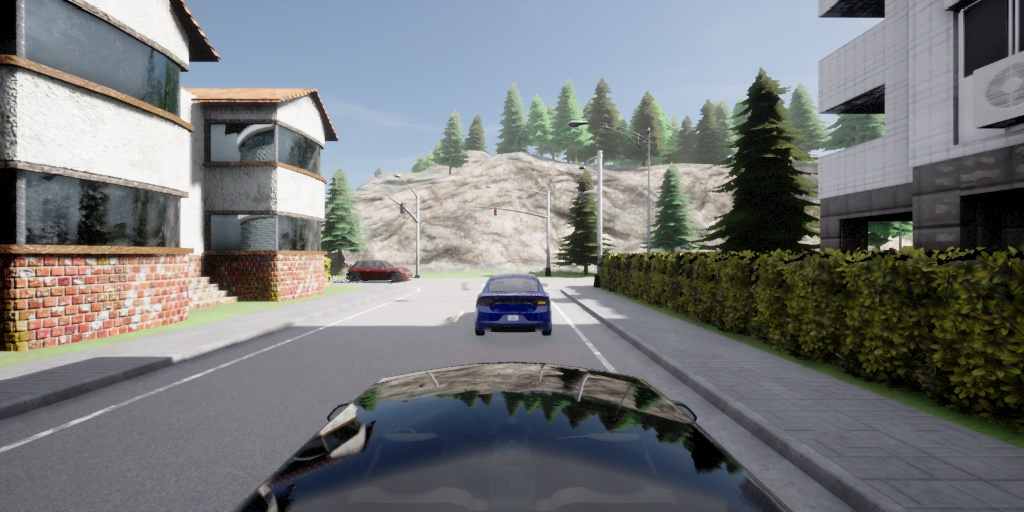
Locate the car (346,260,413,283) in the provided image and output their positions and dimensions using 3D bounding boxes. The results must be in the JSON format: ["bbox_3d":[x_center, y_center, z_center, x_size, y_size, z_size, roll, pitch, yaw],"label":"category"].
[{"bbox_3d":[-9.873,1.101,27.009,4.553,1.767,2.097,0,0,1],"label":"car"}]

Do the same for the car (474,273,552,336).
[{"bbox_3d":[0.047,1.228,10.459,1.882,1.535,5.008,0,0,0],"label":"car"}]
